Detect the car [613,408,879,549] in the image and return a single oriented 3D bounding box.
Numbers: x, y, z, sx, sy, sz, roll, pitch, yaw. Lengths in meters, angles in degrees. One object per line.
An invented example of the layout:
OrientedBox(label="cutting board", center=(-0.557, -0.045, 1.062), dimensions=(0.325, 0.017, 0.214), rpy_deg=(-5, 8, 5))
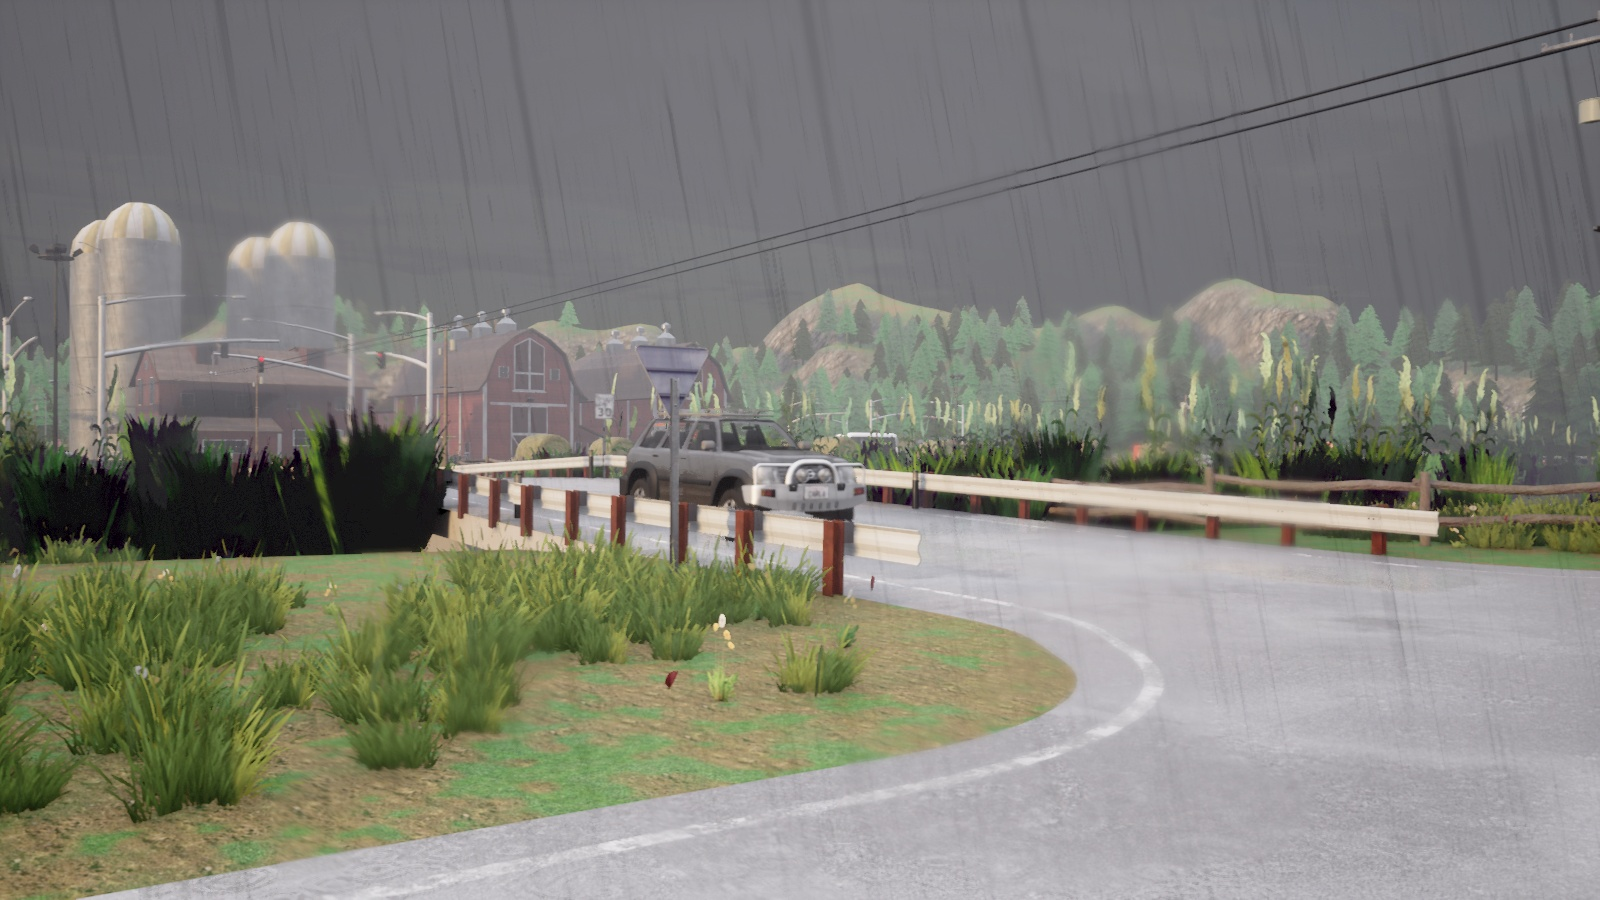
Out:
OrientedBox(label="car", center=(-0.975, 0.316, 19.127), dimensions=(1.932, 1.855, 4.605), rpy_deg=(0, 2, -33))
